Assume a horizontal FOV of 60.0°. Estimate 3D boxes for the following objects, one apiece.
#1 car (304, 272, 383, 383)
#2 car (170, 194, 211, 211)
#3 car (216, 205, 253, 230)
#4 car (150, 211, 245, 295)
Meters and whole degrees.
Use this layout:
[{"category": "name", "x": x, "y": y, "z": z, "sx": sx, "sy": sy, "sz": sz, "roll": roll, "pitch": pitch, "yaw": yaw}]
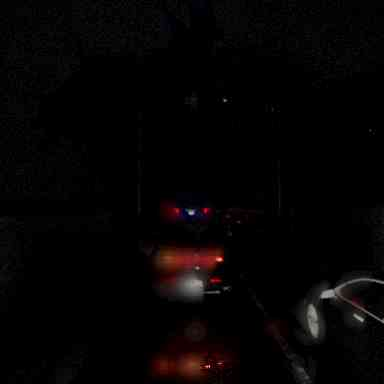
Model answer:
[{"category": "car", "x": 2.599, "y": 1.530, "z": 3.590, "sx": 2.008, "sy": 1.369, "sz": 4.403, "roll": -1, "pitch": 0, "yaw": -1}, {"category": "car", "x": -0.083, "y": 1.118, "z": 19.043, "sx": 2.150, "sy": 2.045, "sz": 5.566, "roll": 0, "pitch": 0, "yaw": -1}, {"category": "car", "x": 2.448, "y": 1.438, "z": 19.808, "sx": 1.887, "sy": 1.381, "sz": 4.507, "roll": -1, "pitch": 0, "yaw": -1}, {"category": "car", "x": 0.028, "y": 1.457, "z": 8.581, "sx": 1.837, "sy": 1.490, "sz": 4.892, "roll": 0, "pitch": 0, "yaw": 0}]
